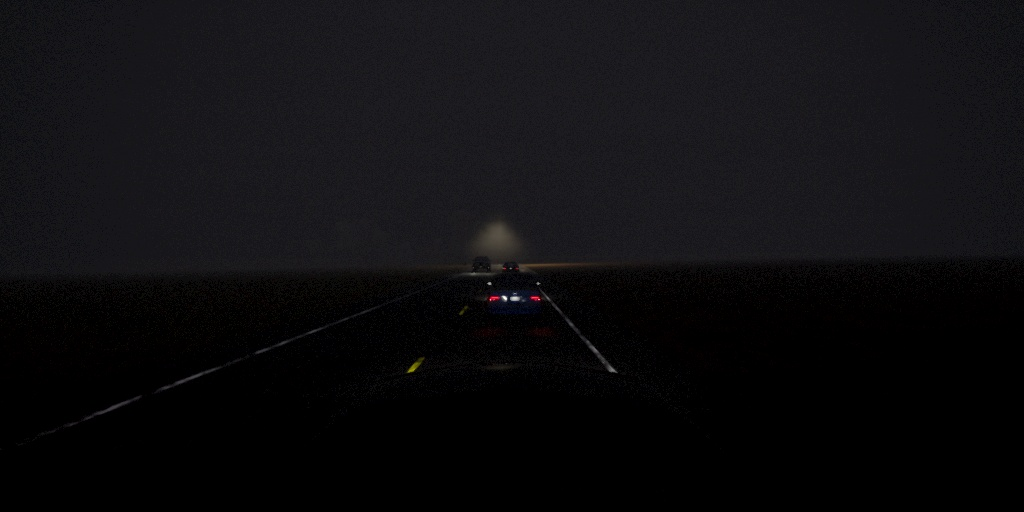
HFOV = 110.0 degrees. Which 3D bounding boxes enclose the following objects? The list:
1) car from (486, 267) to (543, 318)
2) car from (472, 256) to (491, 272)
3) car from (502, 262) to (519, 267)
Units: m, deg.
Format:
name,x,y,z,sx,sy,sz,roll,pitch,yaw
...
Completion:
name,x,y,z,sx,sy,sz,roll,pitch,yaw
car,0.074,1.301,13.018,2.033,1.411,5.357,0,0,0
car,-3.859,0.994,46.349,2.150,2.045,5.566,0,0,-1
car,-0.155,1.324,39.136,2.033,1.411,5.357,0,0,-1
